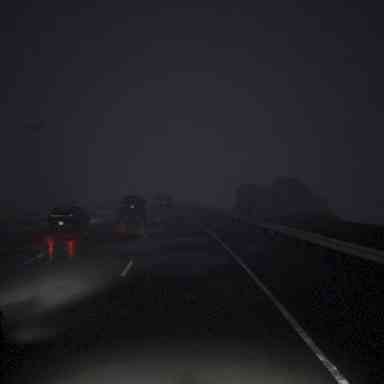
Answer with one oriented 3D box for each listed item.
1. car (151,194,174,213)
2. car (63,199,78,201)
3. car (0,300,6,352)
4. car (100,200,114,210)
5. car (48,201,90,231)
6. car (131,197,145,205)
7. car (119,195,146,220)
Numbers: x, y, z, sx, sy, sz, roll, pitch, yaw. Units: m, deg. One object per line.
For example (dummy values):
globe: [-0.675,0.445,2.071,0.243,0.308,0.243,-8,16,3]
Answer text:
car: [-3.527,1.288,38.929,2.150,2.045,5.566,0,0,-12]
car: [-14.385,1.558,39.529,2.097,1.767,4.553,-1,0,-13]
car: [-3.332,1.536,2.421,2.128,1.511,4.902,-1,0,-1]
car: [-12.272,1.784,47.683,1.895,1.301,4.718,-1,0,-16]
car: [-7.957,1.606,21.812,2.128,1.511,4.902,0,0,-7]
car: [-10.483,1.674,64.375,1.837,1.490,4.892,0,0,-19]
car: [-5.329,1.307,29.824,2.150,2.045,5.566,0,0,-10]
